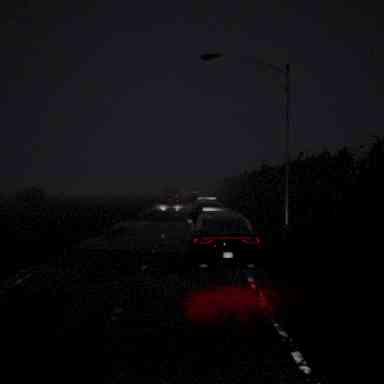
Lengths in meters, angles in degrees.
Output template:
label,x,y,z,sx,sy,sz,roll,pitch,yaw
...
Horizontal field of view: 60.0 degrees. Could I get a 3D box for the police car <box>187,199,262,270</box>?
label,x,y,z,sx,sy,sz,roll,pitch,yaw
police car,0.872,1.256,10.508,1.930,1.638,5.238,0,1,0

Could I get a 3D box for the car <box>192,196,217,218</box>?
label,x,y,z,sx,sy,sz,roll,pitch,yaw
car,0.945,1.093,26.396,1.812,1.442,4.674,0,1,0

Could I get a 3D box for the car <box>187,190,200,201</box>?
label,x,y,z,sx,sy,sz,roll,pitch,yaw
car,0.251,0.812,47.024,1.895,1.301,4.718,0,1,1

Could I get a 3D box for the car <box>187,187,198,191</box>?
label,x,y,z,sx,sy,sz,roll,pitch,yaw
car,0.283,0.157,62.097,2.150,2.045,5.566,0,1,0

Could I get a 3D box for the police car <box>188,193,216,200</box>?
label,x,y,z,sx,sy,sz,roll,pitch,yaw
police car,0.918,1.092,20.506,1.930,1.638,5.238,0,1,0

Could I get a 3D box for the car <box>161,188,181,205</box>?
label,x,y,z,sx,sy,sz,roll,pitch,yaw
car,-2.646,0.512,42.467,2.150,2.045,5.566,0,1,0
